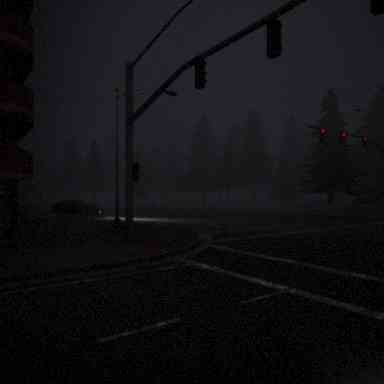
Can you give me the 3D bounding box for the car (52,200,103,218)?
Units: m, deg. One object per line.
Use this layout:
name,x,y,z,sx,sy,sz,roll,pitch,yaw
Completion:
car,-10.037,1.433,29.194,4.902,1.511,2.128,0,0,24
